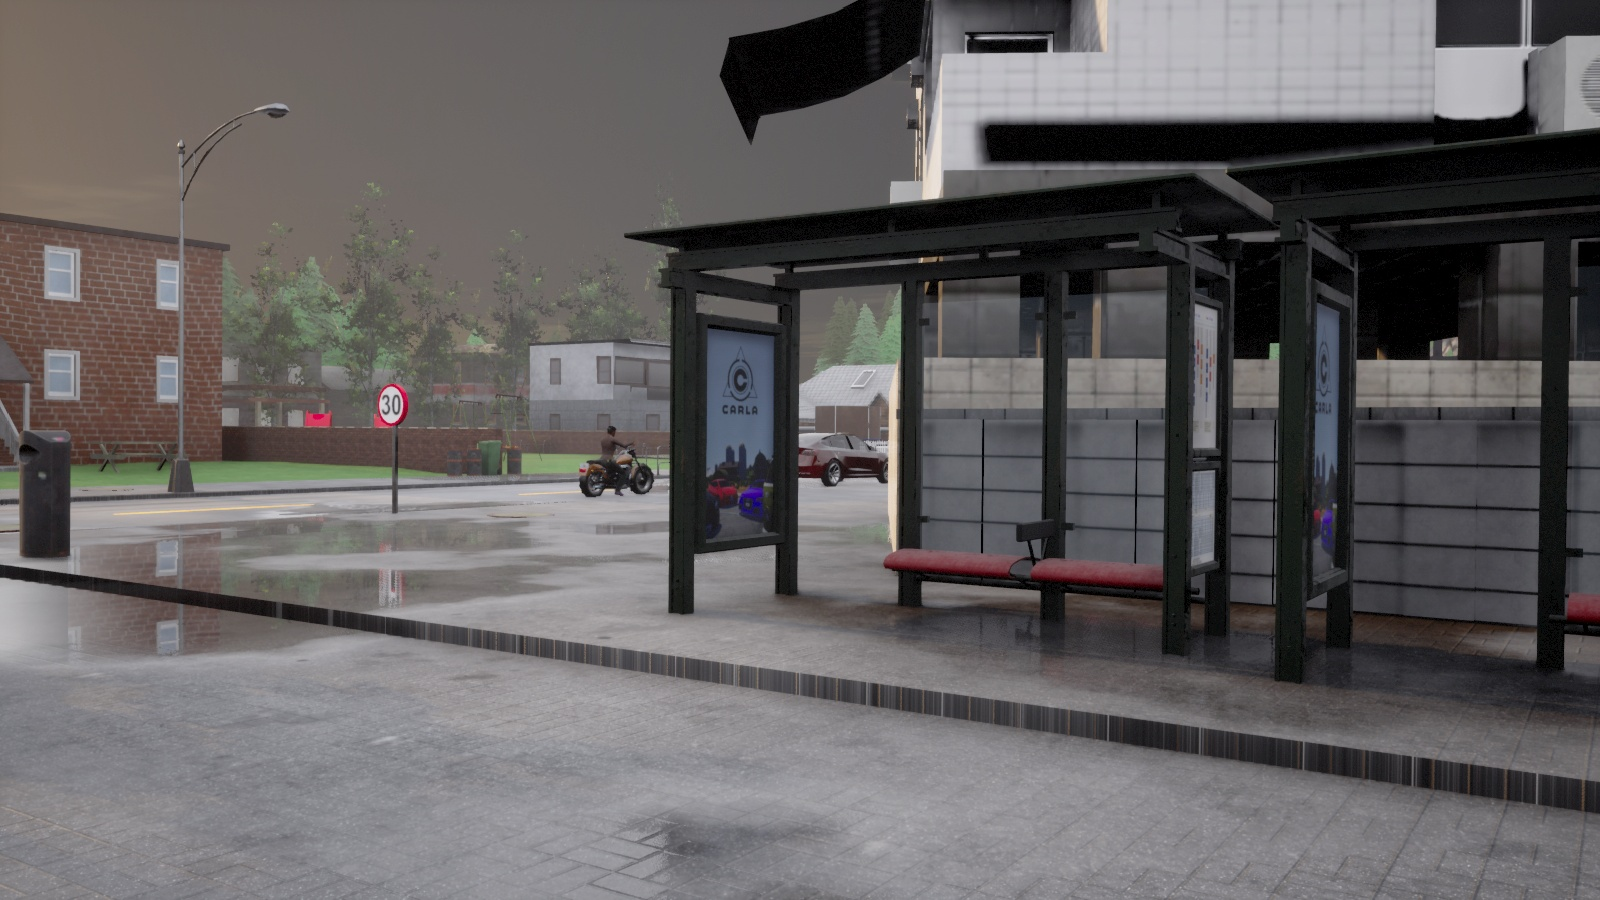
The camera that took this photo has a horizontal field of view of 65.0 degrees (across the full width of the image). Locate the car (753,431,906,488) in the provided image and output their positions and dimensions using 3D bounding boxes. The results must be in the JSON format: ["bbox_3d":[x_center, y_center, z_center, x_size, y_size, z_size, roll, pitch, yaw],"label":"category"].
[{"bbox_3d":[0.929,0.229,36.195,2.163,1.488,4.792,0,1,34],"label":"car"}]

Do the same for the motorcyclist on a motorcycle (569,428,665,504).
[{"bbox_3d":[-4.141,0.329,28.557,0.766,1.649,2.350,0,1,34],"label":"motorcyclist on a motorcycle"}]
